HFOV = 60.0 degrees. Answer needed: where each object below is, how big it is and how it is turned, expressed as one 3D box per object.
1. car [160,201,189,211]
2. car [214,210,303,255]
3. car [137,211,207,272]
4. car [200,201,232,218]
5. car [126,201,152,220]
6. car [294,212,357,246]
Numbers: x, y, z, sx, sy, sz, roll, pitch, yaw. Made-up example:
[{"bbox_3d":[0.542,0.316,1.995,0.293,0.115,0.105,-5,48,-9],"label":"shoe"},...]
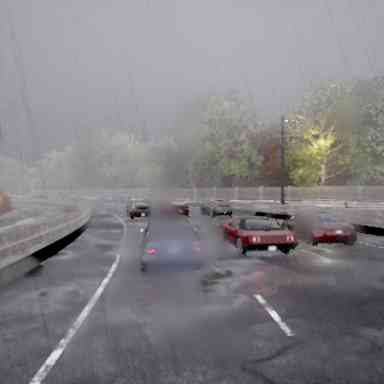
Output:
[{"bbox_3d":[-1.732,1.566,31.821,1.882,1.535,5.008,0,0,-17],"label":"car"},{"bbox_3d":[2.443,1.633,13.523,1.895,1.301,4.718,0,0,-8],"label":"car"},{"bbox_3d":[-0.735,1.579,10.981,2.033,1.411,5.357,0,0,-7],"label":"car"},{"bbox_3d":[2.160,1.572,31.044,2.128,1.511,4.902,0,0,-17],"label":"car"},{"bbox_3d":[-4.710,1.594,29.616,1.837,1.490,4.892,0,0,-17],"label":"car"},{"bbox_3d":[5.683,1.597,15.497,1.994,1.385,4.181,0,0,-8],"label":"car"}]
